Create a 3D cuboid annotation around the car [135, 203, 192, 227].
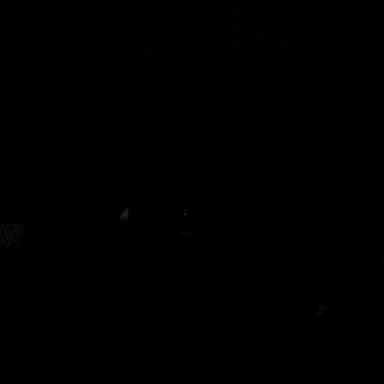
[{"bbox_3d":[-2.305,1.741,26.171,4.553,1.767,2.097,-1,-1,32],"label":"car"}]
